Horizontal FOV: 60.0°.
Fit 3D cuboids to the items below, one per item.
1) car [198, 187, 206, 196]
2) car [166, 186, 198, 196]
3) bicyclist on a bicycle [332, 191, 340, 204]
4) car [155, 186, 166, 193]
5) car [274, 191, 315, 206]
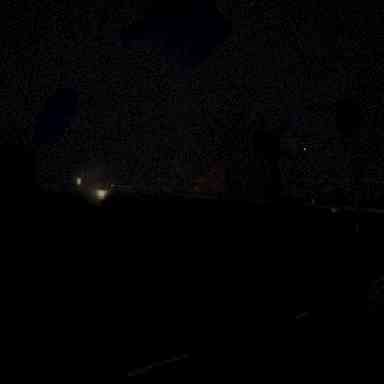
[{"bbox_3d":[0.354,-0.187,57.863,1.882,1.535,5.008,0,2,-35],"label":"car"},{"bbox_3d":[-1.690,-0.161,55.830,2.128,1.511,4.902,0,2,-35],"label":"car"},{"bbox_3d":[17.196,0.691,39.628,1.656,1.620,0.582,0,2,-36],"label":"bicyclist on a bicycle"},{"bbox_3d":[-5.742,-0.453,66.300,1.994,1.385,4.181,0,2,-36],"label":"car"},{"bbox_3d":[11.451,0.652,37.371,2.128,1.511,4.902,0,2,-36],"label":"car"}]
